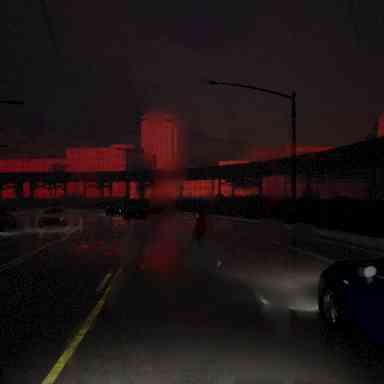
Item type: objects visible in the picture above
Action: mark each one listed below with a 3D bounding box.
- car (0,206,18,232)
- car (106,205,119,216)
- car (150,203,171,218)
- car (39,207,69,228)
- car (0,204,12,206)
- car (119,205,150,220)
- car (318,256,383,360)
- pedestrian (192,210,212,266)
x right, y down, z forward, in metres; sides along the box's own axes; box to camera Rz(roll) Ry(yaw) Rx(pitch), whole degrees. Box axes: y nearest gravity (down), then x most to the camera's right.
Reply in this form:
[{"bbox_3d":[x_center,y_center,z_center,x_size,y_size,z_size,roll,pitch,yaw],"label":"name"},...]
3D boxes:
[{"bbox_3d":[-13.665,1.941,23.295,1.812,1.442,4.674,0,-2,-14],"label":"car"},{"bbox_3d":[-10.097,2.444,44.304,1.994,1.385,4.181,0,-1,-27],"label":"car"},{"bbox_3d":[-4.096,2.084,39.532,2.097,1.767,4.553,0,-1,-22],"label":"car"},{"bbox_3d":[-10.921,1.959,26.559,1.882,1.535,5.008,0,-1,-16],"label":"car"},{"bbox_3d":[-33.611,3.001,60.322,5.008,1.535,1.882,-1,-1,34],"label":"car"},{"bbox_3d":[-6.149,2.127,35.127,1.882,1.535,5.008,0,-2,-19],"label":"car"},{"bbox_3d":[3.352,1.366,4.095,2.097,1.767,4.553,0,0,-3],"label":"car"},{"bbox_3d":[0.303,1.372,10.251,0.375,1.860,0.375,-1,0,-6],"label":"pedestrian"}]
